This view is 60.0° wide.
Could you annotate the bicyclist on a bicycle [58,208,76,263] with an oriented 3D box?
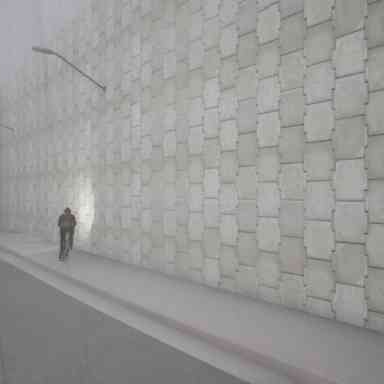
[{"bbox_3d":[-3.891,1.324,10.342,0.582,1.620,1.656,1,-3,-17],"label":"bicyclist on a bicycle"}]
